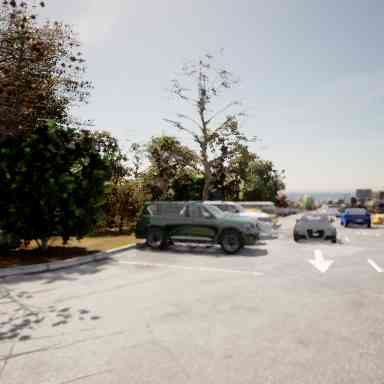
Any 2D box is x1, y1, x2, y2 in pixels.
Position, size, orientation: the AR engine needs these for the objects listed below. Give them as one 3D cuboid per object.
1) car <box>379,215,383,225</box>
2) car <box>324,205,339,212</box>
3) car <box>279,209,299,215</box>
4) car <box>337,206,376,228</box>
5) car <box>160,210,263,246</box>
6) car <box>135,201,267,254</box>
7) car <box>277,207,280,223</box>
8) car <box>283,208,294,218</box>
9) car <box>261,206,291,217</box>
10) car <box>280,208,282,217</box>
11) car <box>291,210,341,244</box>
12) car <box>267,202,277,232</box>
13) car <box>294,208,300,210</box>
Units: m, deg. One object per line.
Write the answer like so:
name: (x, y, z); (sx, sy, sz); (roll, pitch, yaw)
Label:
car: (15.999, 1.838, 23.071); (4.553, 1.767, 2.185); (0, -2, 19)
car: (21.778, 3.001, 51.632); (2.150, 2.045, 5.566); (0, -3, 20)
car: (24.832, 5.013, 85.072); (4.674, 1.452, 2.002); (0, -3, 20)
car: (13.627, 2.112, 27.832); (1.882, 1.535, 5.008); (0, -2, 19)
car: (1.053, 1.762, 17.233); (4.892, 1.521, 2.231); (0, -1, 19)
car: (0.214, 1.453, 14.705); (5.566, 2.045, 2.435); (0, -1, 19)
car: (3.640, 1.980, 25.339); (5.366, 1.575, 1.946); (0, -2, 19)
car: (12.415, 3.119, 50.052); (4.674, 1.452, 2.002); (0, -3, 19)
car: (13.410, 3.113, 53.068); (4.553, 1.767, 2.185); (0, -3, 19)
car: (4.509, 2.064, 27.852); (5.366, 1.575, 1.946); (0, -2, 19)
car: (6.476, 1.860, 17.600); (1.994, 1.385, 4.181); (0, -1, 19)
car: (1.975, 1.572, 19.874); (5.566, 2.045, 2.435); (0, -1, 19)
car: (21.586, 4.519, 75.947); (4.674, 1.452, 2.002); (0, -3, 20)
